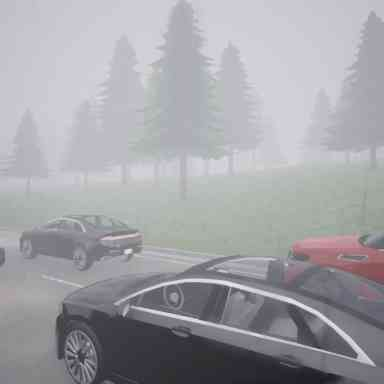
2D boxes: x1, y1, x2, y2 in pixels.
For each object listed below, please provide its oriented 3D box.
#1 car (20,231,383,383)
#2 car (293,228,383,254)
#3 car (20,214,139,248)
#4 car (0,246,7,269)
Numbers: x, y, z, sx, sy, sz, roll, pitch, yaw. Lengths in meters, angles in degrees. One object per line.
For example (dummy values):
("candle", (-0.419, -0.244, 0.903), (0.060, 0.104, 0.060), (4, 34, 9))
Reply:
("car", (0.445, 1.492, 3.676), (4.902, 1.511, 2.128), (0, 0, 36))
("car", (4.254, 1.221, 5.256), (5.566, 2.045, 2.150), (0, 0, 36))
("car", (-3.793, 1.492, 10.970), (4.902, 1.511, 2.128), (0, 0, 36))
("car", (-7.079, 1.601, 9.026), (4.718, 1.301, 1.895), (0, 0, 36))
